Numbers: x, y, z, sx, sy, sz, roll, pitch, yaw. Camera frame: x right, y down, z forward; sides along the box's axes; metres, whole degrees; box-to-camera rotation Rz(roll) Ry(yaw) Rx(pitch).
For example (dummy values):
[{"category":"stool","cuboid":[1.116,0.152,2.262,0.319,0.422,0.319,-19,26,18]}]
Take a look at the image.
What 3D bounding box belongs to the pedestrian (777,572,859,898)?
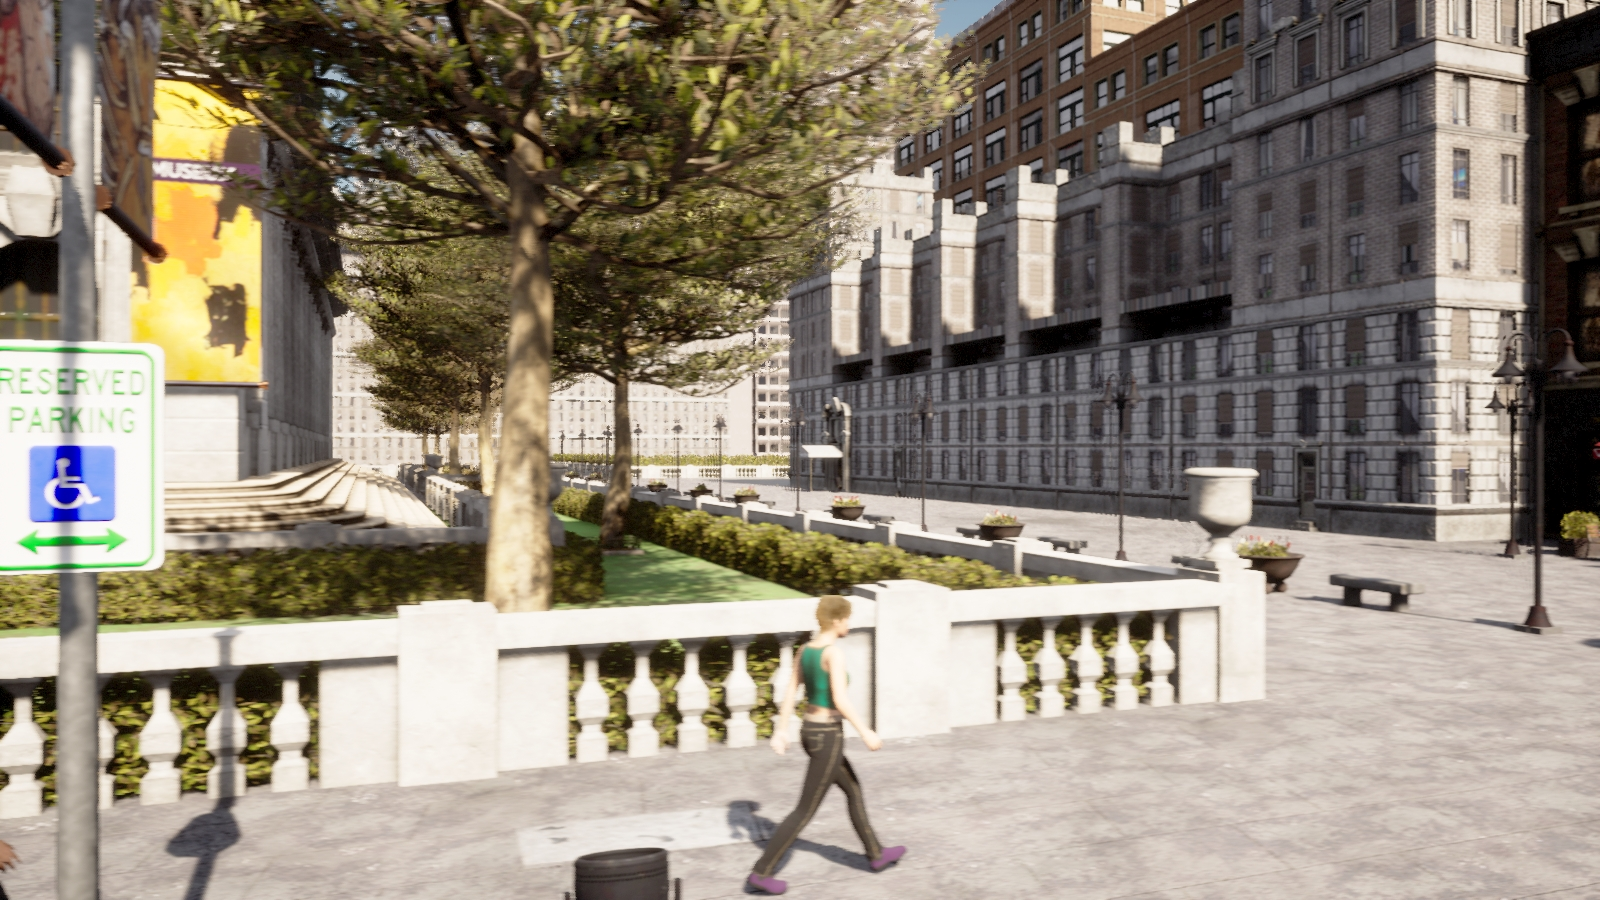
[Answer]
[{"category":"pedestrian","cuboid":[0.108,1.698,6.949,0.375,1.860,0.375,0,0,-24]}]
